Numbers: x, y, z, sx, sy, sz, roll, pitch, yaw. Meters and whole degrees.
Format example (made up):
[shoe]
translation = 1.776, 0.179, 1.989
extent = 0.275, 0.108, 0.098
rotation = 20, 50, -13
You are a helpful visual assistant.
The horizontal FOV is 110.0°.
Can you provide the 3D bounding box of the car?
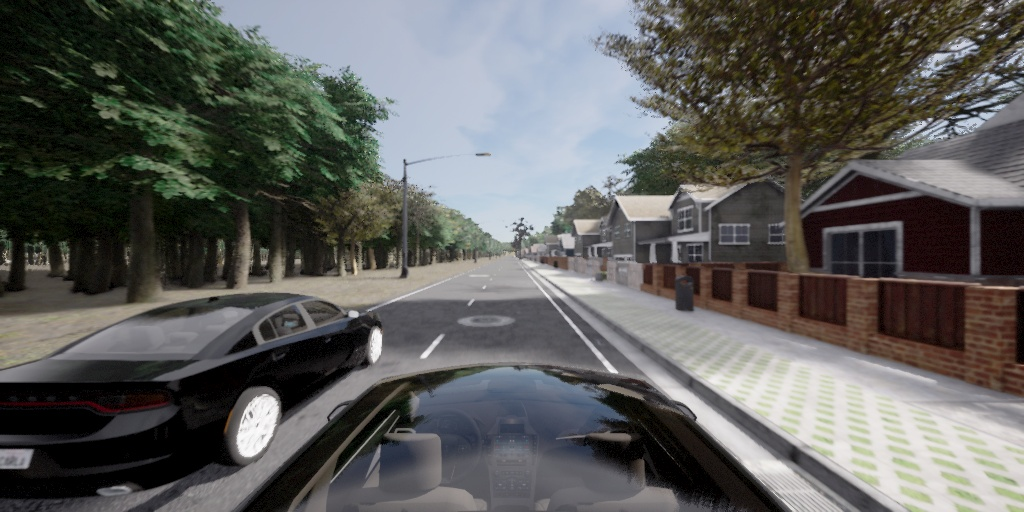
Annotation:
[car]
translation = -3.397, 1.227, 4.915
extent = 1.882, 1.535, 5.008
rotation = 0, 0, 0
